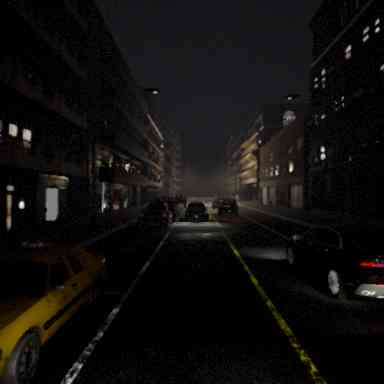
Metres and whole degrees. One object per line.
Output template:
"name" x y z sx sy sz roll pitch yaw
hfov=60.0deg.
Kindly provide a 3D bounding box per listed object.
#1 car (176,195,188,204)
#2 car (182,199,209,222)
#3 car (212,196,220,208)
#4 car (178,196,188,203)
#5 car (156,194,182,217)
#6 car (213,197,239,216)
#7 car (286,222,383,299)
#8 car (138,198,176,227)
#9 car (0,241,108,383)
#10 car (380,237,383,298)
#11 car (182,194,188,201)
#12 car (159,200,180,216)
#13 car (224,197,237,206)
"car" -1.831 1.419 61.782 1.967 1.590 4.097 1 0 1
"car" 0.360 1.528 26.868 1.812 1.442 4.674 0 0 1
"car" 3.613 1.576 44.425 2.033 1.411 5.357 0 0 1
"car" -1.751 1.523 67.418 1.887 1.381 4.507 1 0 1
"car" -2.311 1.295 27.968 2.192 1.841 5.009 1 0 1
"car" 3.478 1.519 32.662 2.128 1.511 4.902 0 0 1
"car" 3.883 1.538 8.524 1.837 1.490 4.892 0 0 -1
"car" -2.393 1.420 22.332 1.967 1.590 4.097 1 0 1
"car" -2.637 1.504 5.253 1.752 1.417 4.829 1 0 1
"car" 3.681 1.513 2.623 1.882 1.535 5.008 0 0 6
"car" -1.909 1.294 56.147 2.192 1.841 5.009 1 0 1
"car" -2.234 1.562 33.604 1.802 1.307 4.206 1 0 1
"car" 6.470 1.575 56.193 1.752 1.417 4.829 1 0 1
